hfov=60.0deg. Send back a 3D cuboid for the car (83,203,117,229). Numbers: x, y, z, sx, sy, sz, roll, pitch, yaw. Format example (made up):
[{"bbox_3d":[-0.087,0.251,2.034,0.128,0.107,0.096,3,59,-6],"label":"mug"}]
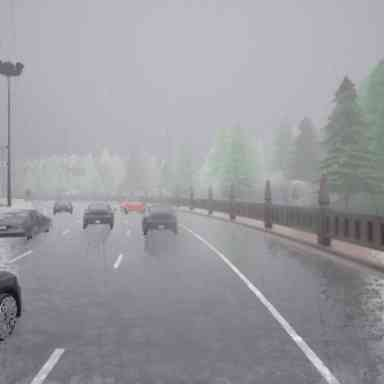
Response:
[{"bbox_3d":[-6.155,1.528,22.263,1.837,1.490,4.892,0,0,-12],"label":"car"}]

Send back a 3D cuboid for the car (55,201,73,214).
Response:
[{"bbox_3d":[-13.996,1.653,36.142,1.895,1.301,4.718,0,0,-21],"label":"car"}]

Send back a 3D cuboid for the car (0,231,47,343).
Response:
[{"bbox_3d":[-3.650,1.505,3.530,2.128,1.511,4.902,0,0,-2],"label":"car"}]

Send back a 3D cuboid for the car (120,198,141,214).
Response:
[{"bbox_3d":[-6.446,1.376,35.747,2.097,1.767,4.553,0,0,-19],"label":"car"}]

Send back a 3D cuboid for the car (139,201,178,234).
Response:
[{"bbox_3d":[-1.948,1.512,19.203,1.837,1.490,4.892,0,0,-10],"label":"car"}]

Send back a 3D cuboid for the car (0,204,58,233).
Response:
[{"bbox_3d":[-8.565,1.580,16.806,2.033,1.411,5.357,0,0,-10],"label":"car"}]
